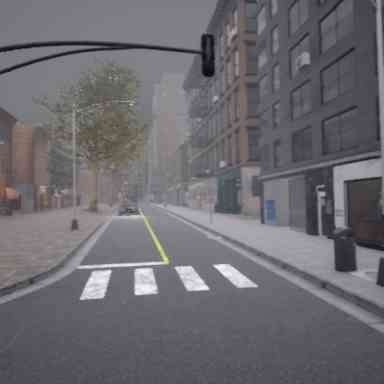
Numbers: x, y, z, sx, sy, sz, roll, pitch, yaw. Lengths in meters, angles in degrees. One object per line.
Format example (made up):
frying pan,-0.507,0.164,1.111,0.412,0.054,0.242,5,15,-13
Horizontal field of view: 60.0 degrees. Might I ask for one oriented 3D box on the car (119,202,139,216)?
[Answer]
car,-6.716,1.743,35.387,1.994,1.385,4.181,-1,0,-10
